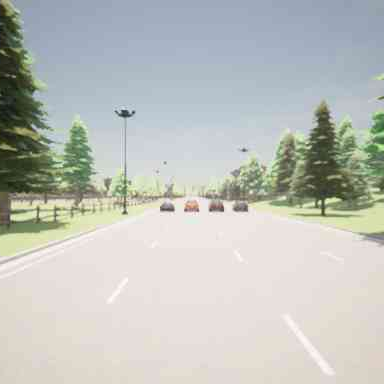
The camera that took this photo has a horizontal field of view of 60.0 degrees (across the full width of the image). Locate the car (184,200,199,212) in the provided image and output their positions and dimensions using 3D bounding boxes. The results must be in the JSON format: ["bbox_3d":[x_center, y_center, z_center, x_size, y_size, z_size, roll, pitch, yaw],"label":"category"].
[{"bbox_3d":[-0.030,1.924,48.152,2.097,1.767,4.553,0,-1,0],"label":"car"}]

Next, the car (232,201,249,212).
[{"bbox_3d":[6.970,2.064,48.185,2.128,1.511,4.902,0,-1,0],"label":"car"}]

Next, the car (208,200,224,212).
[{"bbox_3d":[3.470,1.924,48.154,2.097,1.767,4.553,0,-1,0],"label":"car"}]

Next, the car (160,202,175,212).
[{"bbox_3d":[-3.530,2.136,48.144,1.994,1.385,4.181,0,-1,0],"label":"car"}]
